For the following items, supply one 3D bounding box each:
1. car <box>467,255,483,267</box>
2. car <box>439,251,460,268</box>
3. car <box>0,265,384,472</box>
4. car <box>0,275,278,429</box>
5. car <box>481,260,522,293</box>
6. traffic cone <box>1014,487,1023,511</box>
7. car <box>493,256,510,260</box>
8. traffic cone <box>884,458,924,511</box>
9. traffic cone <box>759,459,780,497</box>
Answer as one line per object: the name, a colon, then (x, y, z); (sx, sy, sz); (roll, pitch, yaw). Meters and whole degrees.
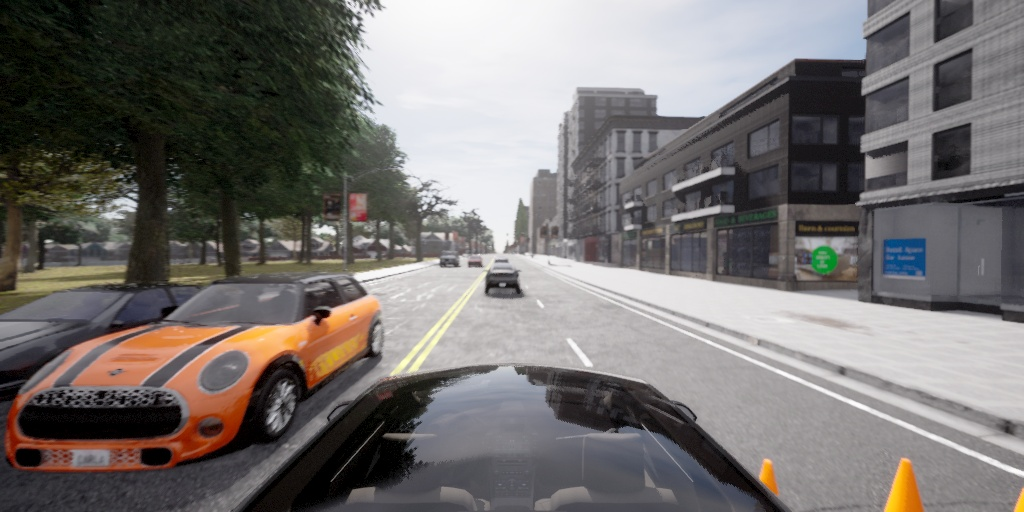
car: (-4.825, 0.665, 47.578); (1.882, 1.535, 5.008); (1, 1, -1)
car: (-8.054, 0.393, 46.616); (2.150, 2.045, 5.566); (1, 1, -2)
car: (-3.514, 1.050, 5.178); (2.097, 1.767, 4.553); (1, 0, -2)
car: (-6.804, 1.206, 6.292); (2.033, 1.411, 5.357); (1, 0, -2)
car: (-0.534, 1.164, 20.055); (1.837, 1.490, 4.892); (1, 0, -2)
traffic cone: (3.781, 1.741, 2.568); (0.340, 0.580, 0.340); (0, 0, -2)
car: (-1.339, 0.758, 45.583); (2.128, 1.511, 4.902); (1, 1, -2)
traffic cone: (2.782, 1.731, 2.537); (0.340, 0.580, 0.340); (0, 0, -2)
traffic cone: (1.782, 1.721, 2.505); (0.340, 0.580, 0.340); (0, 0, -2)
